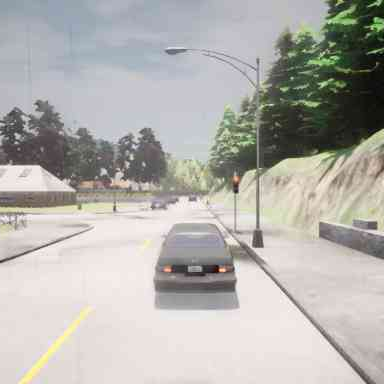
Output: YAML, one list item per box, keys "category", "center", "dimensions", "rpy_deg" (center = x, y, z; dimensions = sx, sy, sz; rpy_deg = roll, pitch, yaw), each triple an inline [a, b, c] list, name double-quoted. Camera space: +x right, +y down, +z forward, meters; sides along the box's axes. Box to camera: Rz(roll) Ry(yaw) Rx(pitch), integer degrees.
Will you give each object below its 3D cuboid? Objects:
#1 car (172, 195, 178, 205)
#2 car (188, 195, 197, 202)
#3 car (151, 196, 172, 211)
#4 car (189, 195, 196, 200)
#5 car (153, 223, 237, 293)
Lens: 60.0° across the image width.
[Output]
- category: "car"
  center: [-3.979, 1.564, 57.654]
  dimensions: [1.994, 1.385, 4.181]
  rpy_deg: [0, 0, 0]
- category: "car"
  center: [0.137, 1.516, 75.751]
  dimensions: [2.128, 1.511, 4.902]
  rpy_deg: [0, 0, 0]
- category: "car"
  center: [-4.025, 1.491, 41.733]
  dimensions: [2.128, 1.511, 4.902]
  rpy_deg: [0, 0, 0]
- category: "car"
  center: [0.156, 1.408, 86.111]
  dimensions: [1.812, 1.442, 4.674]
  rpy_deg: [0, 0, 0]
- category: "car"
  center: [0.075, 1.547, 8.997]
  dimensions: [2.033, 1.411, 5.357]
  rpy_deg: [0, 0, 0]
